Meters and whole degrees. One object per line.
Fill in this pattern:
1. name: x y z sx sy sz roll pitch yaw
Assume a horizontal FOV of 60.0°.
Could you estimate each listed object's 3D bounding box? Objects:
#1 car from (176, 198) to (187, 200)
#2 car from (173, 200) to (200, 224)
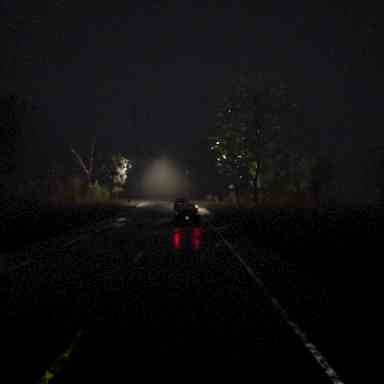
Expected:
1. car: -1.367 1.566 42.368 1.837 1.490 4.892 0 0 -4
2. car: -0.423 1.567 24.763 1.812 1.442 4.674 0 0 -2
